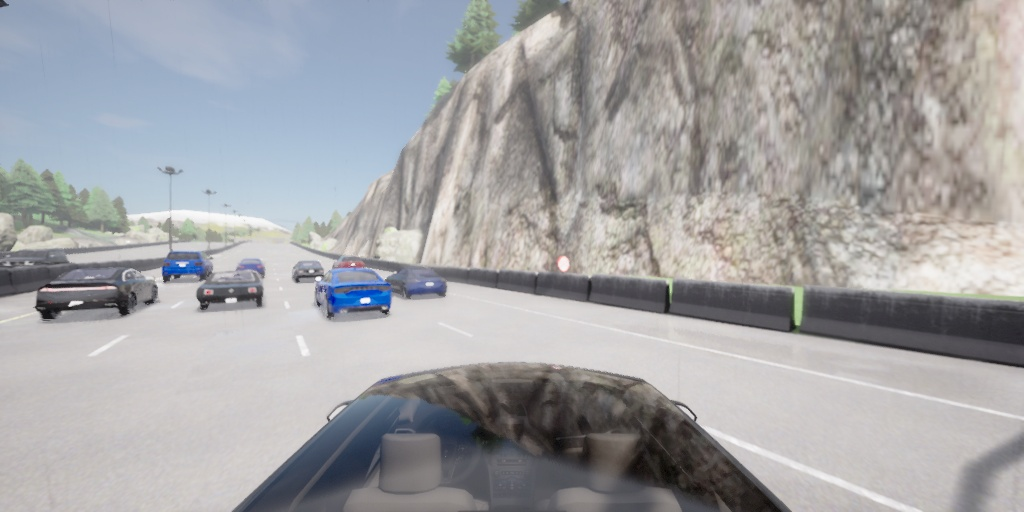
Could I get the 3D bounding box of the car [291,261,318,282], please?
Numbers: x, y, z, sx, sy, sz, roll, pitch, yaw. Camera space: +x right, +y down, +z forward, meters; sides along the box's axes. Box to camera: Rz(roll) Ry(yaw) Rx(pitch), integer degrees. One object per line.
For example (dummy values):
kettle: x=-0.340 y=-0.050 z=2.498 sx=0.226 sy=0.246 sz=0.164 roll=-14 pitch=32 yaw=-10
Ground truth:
car: x=-14.752 y=1.030 z=25.962 sx=2.033 sy=1.411 sz=5.357 roll=0 pitch=1 yaw=-34

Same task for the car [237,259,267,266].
car: x=-21.018 y=0.920 z=28.970 sx=1.812 sy=1.442 sz=4.674 roll=0 pitch=1 yaw=-34

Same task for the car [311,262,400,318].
car: x=-5.775 y=1.152 z=12.807 sx=1.882 sy=1.535 sz=5.008 roll=0 pitch=1 yaw=-34

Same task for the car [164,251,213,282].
car: x=-22.816 y=0.655 z=25.392 sx=2.150 sy=2.045 sz=5.566 roll=0 pitch=1 yaw=-34

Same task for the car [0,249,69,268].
car: x=-37.976 y=0.470 z=28.643 sx=2.150 sy=2.045 sz=5.566 roll=0 pitch=1 yaw=-34

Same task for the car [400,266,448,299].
car: x=-4.771 y=1.199 z=17.580 sx=1.994 sy=1.385 sz=4.181 roll=0 pitch=1 yaw=-34

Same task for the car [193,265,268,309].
car: x=-11.056 y=1.241 z=14.378 sx=1.895 sy=1.301 sz=4.718 roll=0 pitch=1 yaw=-34

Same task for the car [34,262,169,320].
car: x=-13.851 y=1.140 z=12.260 sx=2.128 sy=1.511 sz=4.902 roll=0 pitch=1 yaw=-34

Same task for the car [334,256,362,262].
car: x=-14.519 y=0.753 z=31.857 sx=2.097 sy=1.767 sz=4.553 roll=0 pitch=1 yaw=-34

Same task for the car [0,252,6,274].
car: x=-40.966 y=0.605 z=26.822 sx=2.097 sy=1.767 sz=4.553 roll=0 pitch=1 yaw=-34
